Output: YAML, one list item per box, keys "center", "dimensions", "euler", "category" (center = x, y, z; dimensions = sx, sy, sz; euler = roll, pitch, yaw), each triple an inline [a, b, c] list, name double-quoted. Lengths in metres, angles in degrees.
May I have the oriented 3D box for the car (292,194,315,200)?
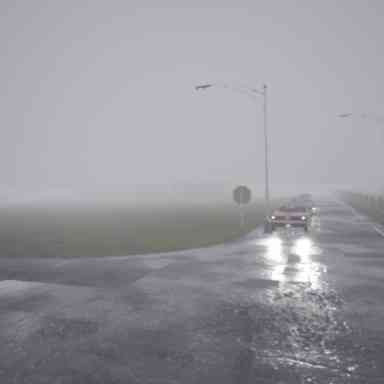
- center: [8.997, 1.138, 27.772]
  dimensions: [1.994, 1.385, 4.181]
  euler: [-1, 0, 21]
  category: "car"

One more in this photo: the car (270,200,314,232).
- center: [5.559, 1.325, 18.363]
  dimensions: [1.895, 1.301, 4.718]
  euler: [-1, 0, 23]
  category: "car"
